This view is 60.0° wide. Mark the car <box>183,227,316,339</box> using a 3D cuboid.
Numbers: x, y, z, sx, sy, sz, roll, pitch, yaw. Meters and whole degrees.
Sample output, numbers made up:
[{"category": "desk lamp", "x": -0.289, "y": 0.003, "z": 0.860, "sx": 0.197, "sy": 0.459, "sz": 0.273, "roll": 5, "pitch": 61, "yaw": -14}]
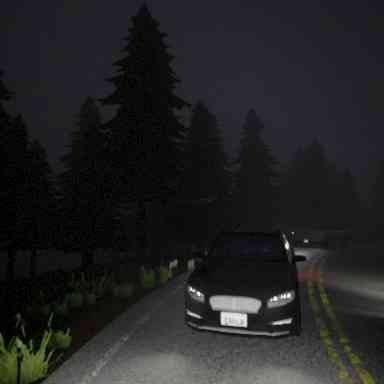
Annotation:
[{"category": "car", "x": 1.242, "y": 1.558, "z": 6.968, "sx": 2.128, "sy": 1.511, "sz": 4.902, "roll": -1, "pitch": -2, "yaw": 16}]

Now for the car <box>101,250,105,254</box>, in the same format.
[{"category": "car", "x": -19.284, "y": 13.623, "z": 73.616, "sx": 4.181, "sy": 1.381, "sz": 1.994, "roll": -2, "pitch": -5, "yaw": 32}]

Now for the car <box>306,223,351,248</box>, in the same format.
[{"category": "car", "x": 7.247, "y": 2.357, "z": 18.610, "sx": 1.895, "sy": 1.301, "sz": 4.718, "roll": -4, "pitch": -7, "yaw": 41}]
